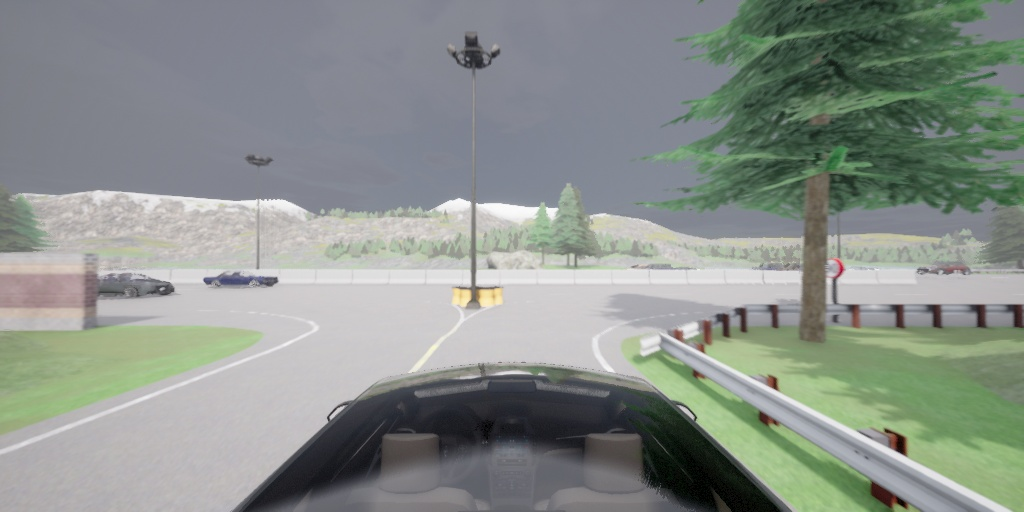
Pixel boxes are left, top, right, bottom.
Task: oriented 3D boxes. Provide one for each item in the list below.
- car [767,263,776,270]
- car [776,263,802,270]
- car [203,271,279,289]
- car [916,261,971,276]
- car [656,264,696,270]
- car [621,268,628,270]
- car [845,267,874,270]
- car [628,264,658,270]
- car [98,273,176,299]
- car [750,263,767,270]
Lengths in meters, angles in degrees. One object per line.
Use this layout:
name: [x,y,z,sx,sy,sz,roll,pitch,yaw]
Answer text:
car: [35.362,1.715,44.950,4.553,1.767,2.097,0,-1,1]
car: [34.059,1.820,41.476,4.902,1.511,2.128,0,-1,1]
car: [-20.677,1.801,27.568,4.718,1.301,1.895,0,-1,0]
car: [49.649,1.336,41.331,4.553,1.767,2.097,0,-1,0]
car: [18.017,1.862,38.073,4.181,1.385,1.994,0,-1,0]
car: [16.307,1.844,45.080,5.008,1.535,1.882,0,-1,0]
car: [36.502,1.860,37.955,4.181,1.385,1.994,0,-1,1]
car: [16.410,1.683,41.582,4.553,1.767,2.097,0,-1,0]
car: [-22.027,1.696,20.576,4.181,1.385,1.994,0,-1,0]
car: [34.631,1.749,48.442,4.553,1.767,2.097,0,-1,1]
